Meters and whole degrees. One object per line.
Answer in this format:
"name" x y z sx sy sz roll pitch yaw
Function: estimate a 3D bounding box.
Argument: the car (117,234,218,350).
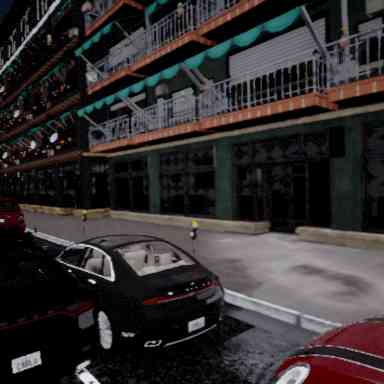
"car" -1.377 1.427 5.840 2.008 1.369 4.403 -2 2 -41

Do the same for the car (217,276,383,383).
"car" 2.306 1.329 1.574 1.967 1.590 4.097 -2 2 -41

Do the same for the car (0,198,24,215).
"car" -8.757 1.165 14.361 2.192 1.841 5.009 -2 2 -41

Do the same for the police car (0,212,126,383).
"police car" -3.240 1.369 5.027 1.930 1.638 5.238 -3 2 -41
